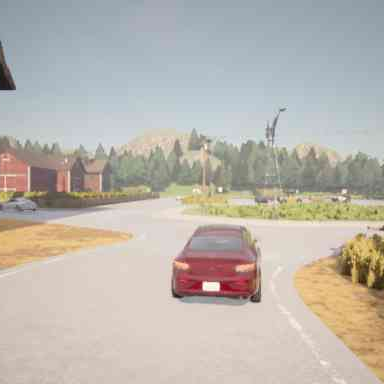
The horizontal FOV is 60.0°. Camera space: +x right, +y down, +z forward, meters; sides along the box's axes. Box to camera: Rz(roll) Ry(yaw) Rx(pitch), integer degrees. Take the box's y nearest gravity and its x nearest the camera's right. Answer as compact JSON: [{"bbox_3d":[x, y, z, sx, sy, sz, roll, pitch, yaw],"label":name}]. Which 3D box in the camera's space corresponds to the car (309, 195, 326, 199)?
[{"bbox_3d":[31.798,1.474,84.123,4.193,1.474,1.816,0,0,3],"label":"car"}]

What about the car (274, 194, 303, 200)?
[{"bbox_3d":[17.985,1.287,61.090,4.605,1.855,1.932,0,0,3],"label":"car"}]

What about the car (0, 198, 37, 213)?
[{"bbox_3d":[-18.702,1.399,35.757,4.674,1.442,1.812,0,0,29],"label":"car"}]

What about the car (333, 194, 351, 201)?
[{"bbox_3d":[31.715,1.287,70.629,3.866,1.878,1.905,0,0,3],"label":"car"}]

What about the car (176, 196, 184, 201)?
[{"bbox_3d":[-3.110,1.563,86.679,1.895,1.301,4.718,0,0,3],"label":"car"}]

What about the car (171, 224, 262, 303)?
[{"bbox_3d":[0.729,1.523,8.208,1.812,1.442,4.674,0,0,10],"label":"car"}]

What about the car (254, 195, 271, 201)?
[{"bbox_3d":[13.303,1.523,64.543,2.033,1.411,5.357,0,0,0],"label":"car"}]
